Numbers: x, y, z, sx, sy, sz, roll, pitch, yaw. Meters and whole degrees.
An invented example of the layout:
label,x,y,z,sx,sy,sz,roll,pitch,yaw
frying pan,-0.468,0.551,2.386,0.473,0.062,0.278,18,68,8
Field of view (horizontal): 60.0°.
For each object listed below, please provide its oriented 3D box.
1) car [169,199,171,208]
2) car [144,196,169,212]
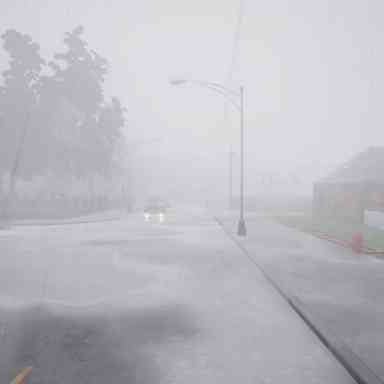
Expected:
label,x,y,z,sx,sy,sz,roll,pitch,yaw
car,-4.175,1.352,48.151,2.097,1.767,4.553,0,0,0
car,-4.175,1.352,37.899,2.097,1.767,4.553,0,0,0
